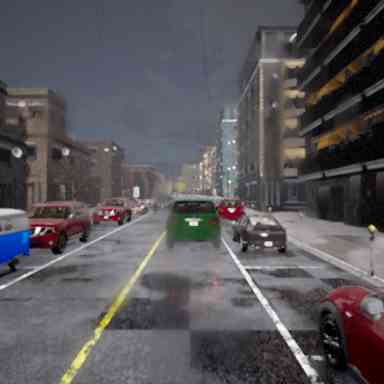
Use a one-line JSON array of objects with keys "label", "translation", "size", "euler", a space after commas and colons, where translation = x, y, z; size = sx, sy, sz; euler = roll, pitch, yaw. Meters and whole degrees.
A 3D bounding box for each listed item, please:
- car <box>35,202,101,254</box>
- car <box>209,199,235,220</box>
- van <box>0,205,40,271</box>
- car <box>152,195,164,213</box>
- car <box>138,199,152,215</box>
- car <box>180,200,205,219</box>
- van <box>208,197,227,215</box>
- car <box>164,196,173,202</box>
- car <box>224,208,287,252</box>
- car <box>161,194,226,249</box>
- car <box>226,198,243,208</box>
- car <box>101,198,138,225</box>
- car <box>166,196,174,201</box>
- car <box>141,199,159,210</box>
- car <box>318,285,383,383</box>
[{"label": "car", "translation": [-5.702, 1.349, 13.815], "size": [2.192, 1.841, 5.009], "euler": [1, 0, 0]}, {"label": "car", "translation": [2.640, 1.515, 30.047], "size": [1.967, 1.590, 4.097], "euler": [1, 0, 0]}, {"label": "van", "translation": [-5.691, 1.362, 8.408], "size": [1.690, 1.788, 3.998], "euler": [1, 0, 0]}, {"label": "car", "translation": [-3.178, 1.315, 38.548], "size": [2.150, 2.045, 5.566], "euler": [0, 0, 0]}, {"label": "car", "translation": [-5.751, 1.526, 35.444], "size": [1.967, 1.590, 4.097], "euler": [1, 0, 0]}, {"label": "car", "translation": [0.025, 1.567, 30.921], "size": [2.128, 1.511, 4.902], "euler": [0, 0, 0]}, {"label": "van", "translation": [2.631, 1.428, 35.454], "size": [1.690, 1.788, 3.998], "euler": [1, 0, 0]}, {"label": "car", "translation": [-5.935, 1.745, 84.213], "size": [1.887, 1.381, 4.507], "euler": [1, 0, 0]}, {"label": "car", "translation": [2.674, 1.586, 13.825], "size": [2.008, 1.369, 4.403], "euler": [1, 0, 0]}, {"label": "car", "translation": [0.060, 1.259, 14.799], "size": [2.150, 2.045, 5.566], "euler": [0, 0, 0]}, {"label": "car", "translation": [2.654, 1.376, 24.640], "size": [2.192, 1.841, 5.009], "euler": [1, 0, 0]}, {"label": "car", "translation": [-5.725, 1.375, 24.629], "size": [2.192, 1.841, 5.009], "euler": [1, 0, 0]}, {"label": "car", "translation": [-5.871, 1.758, 89.895], "size": [1.887, 1.381, 4.507], "euler": [1, 0, 0]}, {"label": "car", "translation": [-5.777, 1.663, 46.257], "size": [2.008, 1.369, 4.403], "euler": [1, 0, 0]}, {"label": "car", "translation": [2.699, 1.449, 3.012], "size": [1.967, 1.590, 4.097], "euler": [1, 0, 0]}]
